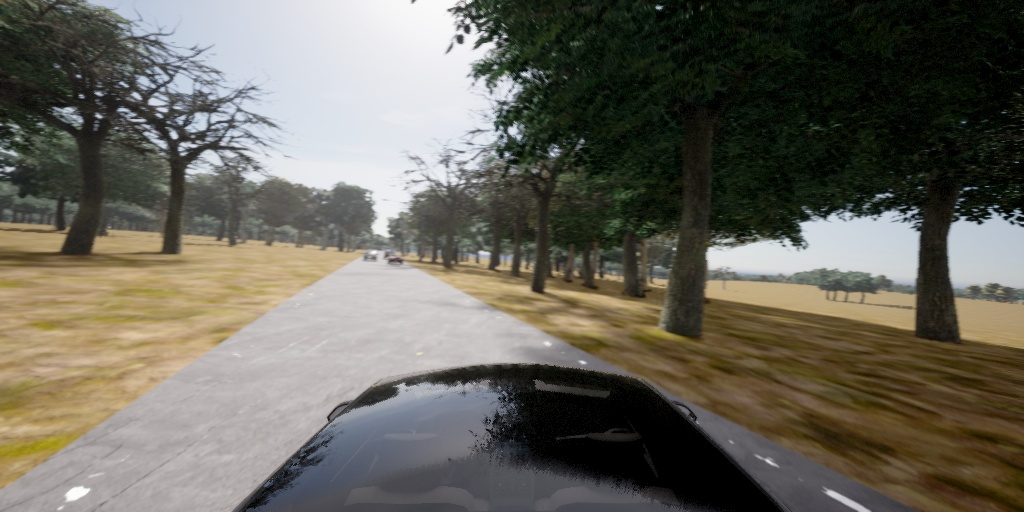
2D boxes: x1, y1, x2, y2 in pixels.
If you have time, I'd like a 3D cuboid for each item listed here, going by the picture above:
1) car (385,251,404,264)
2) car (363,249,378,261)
[{"bbox_3d":[-15.551,0.383,47.753,1.895,1.301,4.718,4,0,-21],"label":"car"},{"bbox_3d":[-20.432,-0.050,51.831,2.128,1.511,4.902,4,0,-20],"label":"car"}]
